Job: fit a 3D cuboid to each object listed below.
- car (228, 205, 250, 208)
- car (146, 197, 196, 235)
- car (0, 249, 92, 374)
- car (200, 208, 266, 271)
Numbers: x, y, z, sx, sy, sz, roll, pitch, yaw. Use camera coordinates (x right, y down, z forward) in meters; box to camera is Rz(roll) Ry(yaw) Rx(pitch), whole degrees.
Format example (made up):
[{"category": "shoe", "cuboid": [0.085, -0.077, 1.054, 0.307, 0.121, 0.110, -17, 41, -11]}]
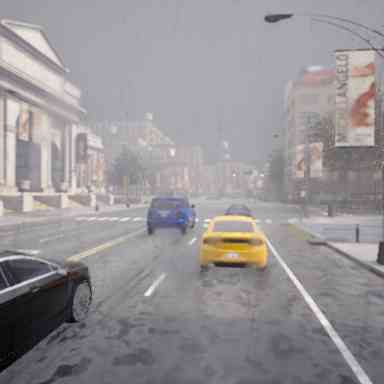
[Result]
[{"category": "car", "cuboid": [3.855, 1.722, 27.524, 1.994, 1.385, 4.181, 0, 0, 13]}, {"category": "car", "cuboid": [-1.107, 1.312, 19.760, 2.150, 2.045, 5.566, 0, 0, 7]}, {"category": "car", "cuboid": [-2.929, 1.496, 4.364, 2.128, 1.511, 4.902, 0, 0, 5]}, {"category": "car", "cuboid": [1.372, 1.541, 11.280, 1.882, 1.535, 5.008, 0, 0, 7]}]
